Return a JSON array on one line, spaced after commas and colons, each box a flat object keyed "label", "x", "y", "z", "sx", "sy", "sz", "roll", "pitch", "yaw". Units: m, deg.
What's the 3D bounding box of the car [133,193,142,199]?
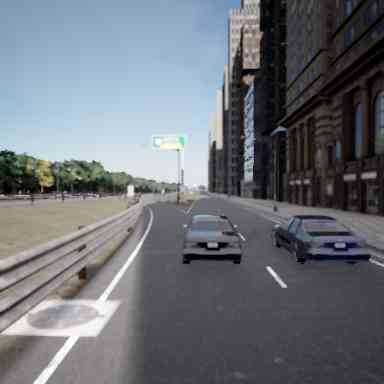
[{"label": "car", "x": -13.412, "y": 1.037, "z": 81.760, "sx": 1.837, "sy": 1.490, "sz": 4.892, "roll": 0, "pitch": 0, "yaw": -14}]

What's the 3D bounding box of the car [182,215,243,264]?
[{"label": "car", "x": 0.649, "y": 1.514, "z": 11.700, "sx": 2.033, "sy": 1.411, "sz": 5.357, "roll": 0, "pitch": 0, "yaw": 2}]

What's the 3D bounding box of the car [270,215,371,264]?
[{"label": "car", "x": 4.146, "y": 1.510, "z": 11.637, "sx": 2.033, "sy": 1.411, "sz": 5.357, "roll": 0, "pitch": 0, "yaw": 2}]
